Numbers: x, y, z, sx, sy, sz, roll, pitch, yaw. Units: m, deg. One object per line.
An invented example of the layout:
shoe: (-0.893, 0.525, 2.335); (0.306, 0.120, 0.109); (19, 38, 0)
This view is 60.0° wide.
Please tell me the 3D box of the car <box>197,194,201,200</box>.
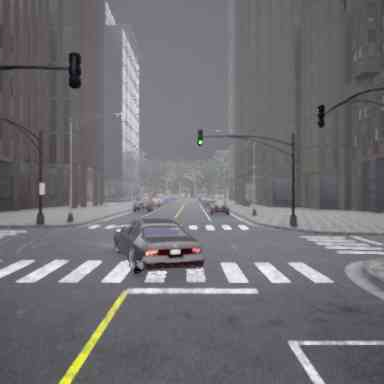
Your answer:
car: (2.768, 1.703, 78.177); (1.752, 1.417, 4.829); (0, 0, 0)

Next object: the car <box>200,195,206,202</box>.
car: (2.767, 1.667, 56.257); (1.887, 1.381, 4.507); (0, 0, 0)

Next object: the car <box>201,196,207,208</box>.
car: (2.766, 1.660, 50.820); (2.008, 1.369, 4.403); (0, 0, 0)

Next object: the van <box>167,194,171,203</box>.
van: (-5.758, 1.491, 67.134); (1.690, 1.788, 3.998); (0, 0, 0)

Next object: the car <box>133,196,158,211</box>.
car: (-5.760, 1.400, 39.946); (2.192, 1.841, 5.009); (0, 0, 0)

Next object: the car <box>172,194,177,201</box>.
car: (-5.756, 1.772, 88.883); (1.947, 1.339, 4.313); (0, 0, 0)

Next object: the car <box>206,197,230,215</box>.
car: (2.765, 1.512, 34.507); (1.967, 1.590, 4.097); (0, 0, 0)

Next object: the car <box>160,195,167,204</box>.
car: (-5.758, 1.648, 56.088); (1.752, 1.417, 4.829); (0, 0, 0)

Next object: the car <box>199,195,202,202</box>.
car: (2.767, 1.681, 61.695); (1.887, 1.381, 4.507); (0, 0, 0)

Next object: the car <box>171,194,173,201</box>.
car: (-5.757, 1.714, 72.571); (2.008, 1.369, 4.403); (0, 0, 0)

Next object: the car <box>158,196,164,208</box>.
car: (-5.759, 1.692, 50.820); (1.802, 1.307, 4.206); (0, 0, 0)

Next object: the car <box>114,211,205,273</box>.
car: (-1.320, 1.573, 10.910); (2.033, 1.411, 5.357); (1, 0, -21)
